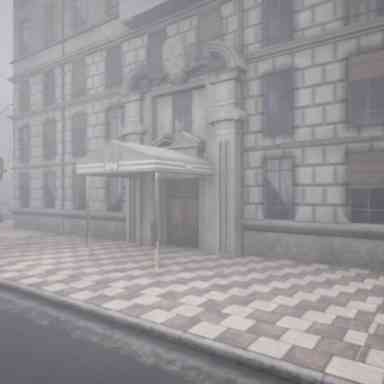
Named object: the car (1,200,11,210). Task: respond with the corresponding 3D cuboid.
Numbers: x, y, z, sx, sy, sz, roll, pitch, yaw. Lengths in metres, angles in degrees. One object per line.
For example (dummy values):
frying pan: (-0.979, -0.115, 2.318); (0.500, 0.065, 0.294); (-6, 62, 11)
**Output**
car: (-26.168, 1.616, 42.874); (1.882, 1.535, 5.008); (0, 0, 35)
